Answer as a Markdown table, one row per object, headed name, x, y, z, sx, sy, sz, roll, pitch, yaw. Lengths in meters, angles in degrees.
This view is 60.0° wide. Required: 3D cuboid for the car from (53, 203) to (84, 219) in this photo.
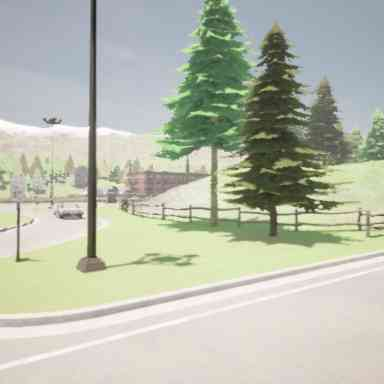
| name | x | y | z | sx | sy | sz | roll | pitch | yaw |
| --- | --- | --- | --- | --- | --- | --- | --- | --- | --- |
| car | -11.292 | 1.659 | 30.178 | 1.895 | 1.301 | 4.718 | 1 | 0 | -32 |
